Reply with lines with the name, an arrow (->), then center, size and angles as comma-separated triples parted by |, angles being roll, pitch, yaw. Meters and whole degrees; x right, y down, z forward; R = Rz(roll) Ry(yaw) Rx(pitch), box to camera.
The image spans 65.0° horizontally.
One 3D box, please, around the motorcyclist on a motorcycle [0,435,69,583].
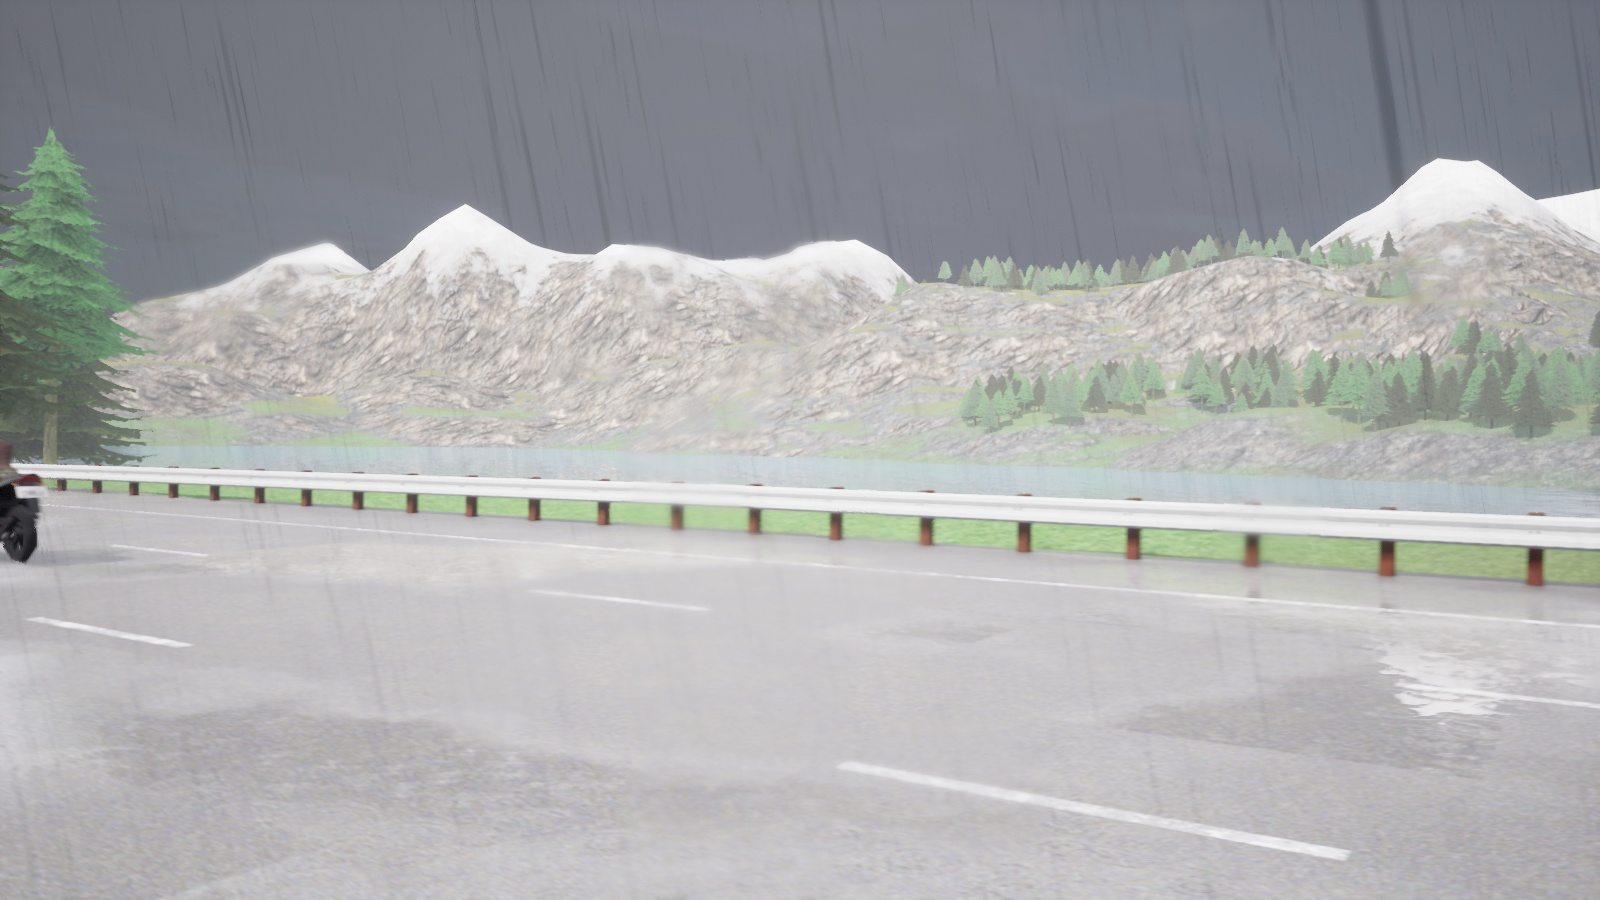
motorcyclist on a motorcycle -> -8.972, 0.606, 13.787 | 2.044, 1.523, 0.797 | 0, 1, 34
